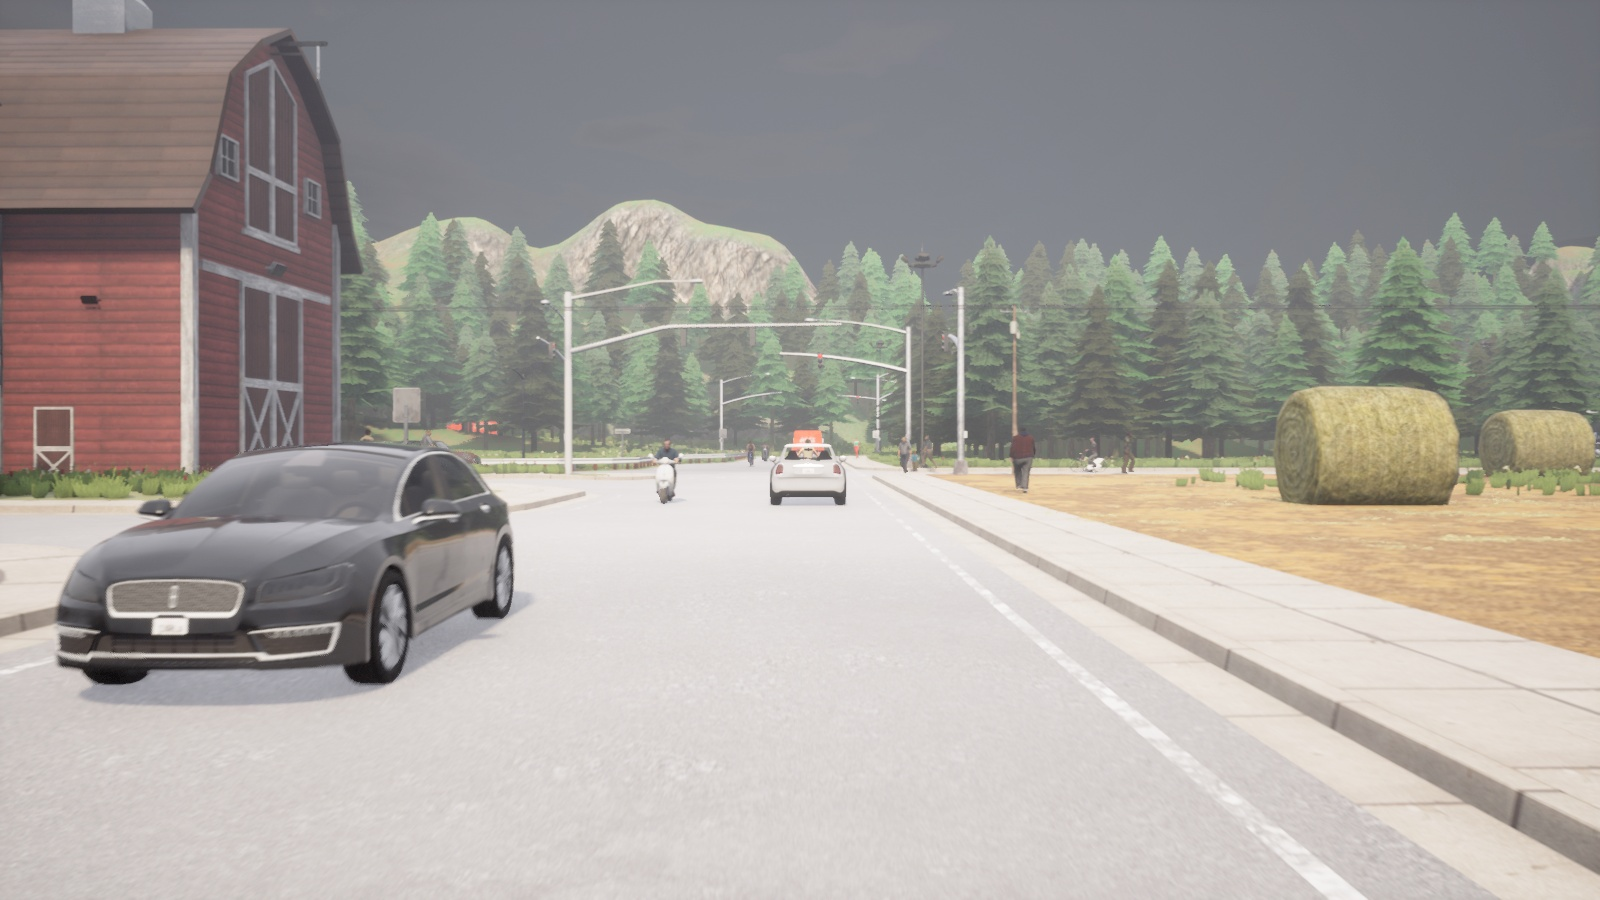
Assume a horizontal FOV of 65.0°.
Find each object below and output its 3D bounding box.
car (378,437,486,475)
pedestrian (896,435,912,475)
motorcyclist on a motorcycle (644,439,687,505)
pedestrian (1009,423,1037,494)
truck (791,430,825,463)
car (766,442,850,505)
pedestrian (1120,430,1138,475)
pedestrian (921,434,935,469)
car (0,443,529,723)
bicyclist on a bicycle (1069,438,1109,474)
[{"bbox_3d":[-17.597,0.278,60.253,4.553,1.767,2.097,0,0,1],"label":"car"},{"bbox_3d":[4.738,0.225,57.195,0.540,1.848,0.694,0,0,27],"label":"pedestrian"},{"bbox_3d":[-3.308,0.522,31.032,0.866,1.590,1.817,0,0,0],"label":"motorcyclist on a motorcycle"},{"bbox_3d":[5.872,0.209,33.117,0.634,1.844,0.899,0,0,5],"label":"pedestrian"},{"bbox_3d":[0.658,-0.295,98.720,2.627,2.467,5.204,0,0,1],"label":"truck"},{"bbox_3d":[0.194,0.536,31.319,1.970,1.475,3.806,0,0,0],"label":"car"},{"bbox_3d":[14.164,0.118,54.074,0.692,1.930,0.395,0,0,1],"label":"pedestrian"},{"bbox_3d":[6.775,0.059,66.570,0.694,1.848,0.540,0,0,11],"label":"pedestrian"},{"bbox_3d":[-3.432,0.698,9.138,1.837,1.490,4.892,0,0,0],"label":"car"},{"bbox_3d":[14.485,0.301,62.990,1.843,1.776,0.659,0,0,1],"label":"bicyclist on a bicycle"}]
